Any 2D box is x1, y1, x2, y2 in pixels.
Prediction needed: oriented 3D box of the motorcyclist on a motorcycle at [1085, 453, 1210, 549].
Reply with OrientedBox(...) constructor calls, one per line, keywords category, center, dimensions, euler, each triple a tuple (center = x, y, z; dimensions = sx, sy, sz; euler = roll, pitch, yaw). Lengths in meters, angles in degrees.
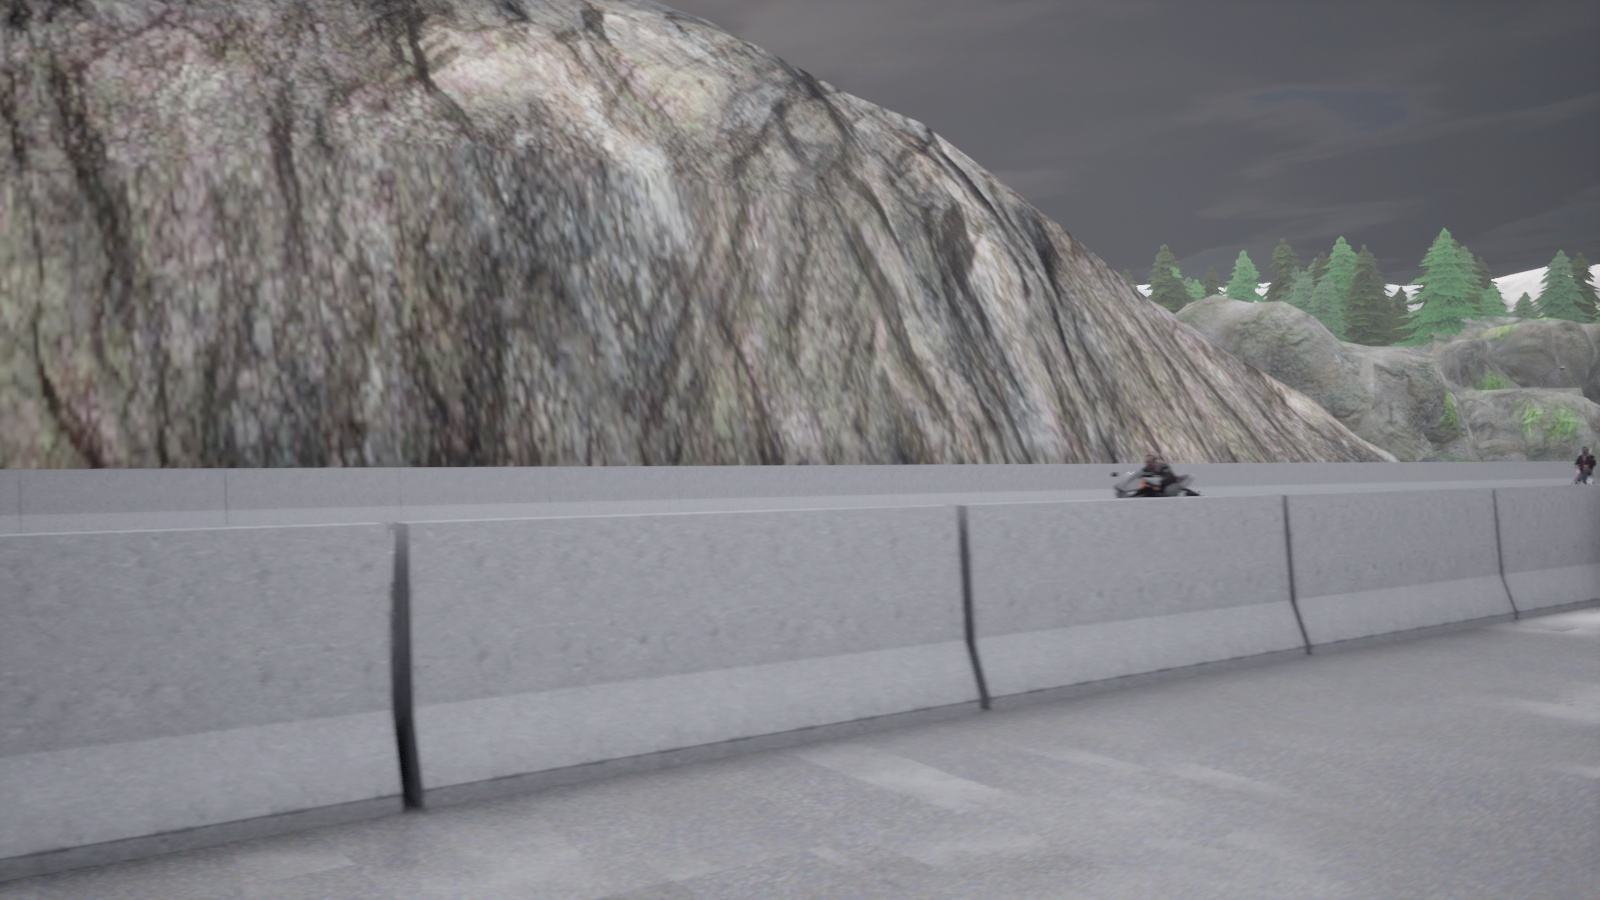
OrientedBox(category="motorcyclist on a motorcycle", center=(5.891, 0.824, 21.225), dimensions=(2.191, 1.530, 0.866), euler=(0, 0, -37))
